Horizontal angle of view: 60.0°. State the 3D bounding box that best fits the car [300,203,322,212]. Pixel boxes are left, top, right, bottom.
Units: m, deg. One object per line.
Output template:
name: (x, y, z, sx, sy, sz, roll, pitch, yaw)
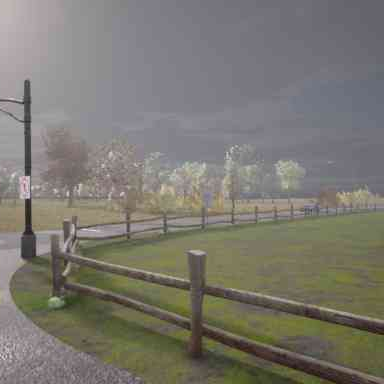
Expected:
car: (18.949, 2.449, 52.945, 2.033, 1.411, 5.357, -1, -2, 40)
